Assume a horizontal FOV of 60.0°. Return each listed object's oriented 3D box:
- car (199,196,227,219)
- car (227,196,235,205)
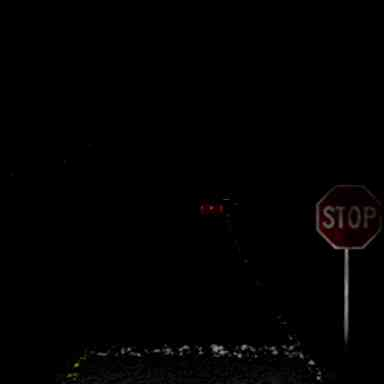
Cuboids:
[{"bbox_3d":[1.829,1.340,29.352,2.097,1.767,4.553,0,0,6],"label":"car"},{"bbox_3d":[6.283,1.462,57.605,2.128,1.511,4.902,0,0,12],"label":"car"}]
